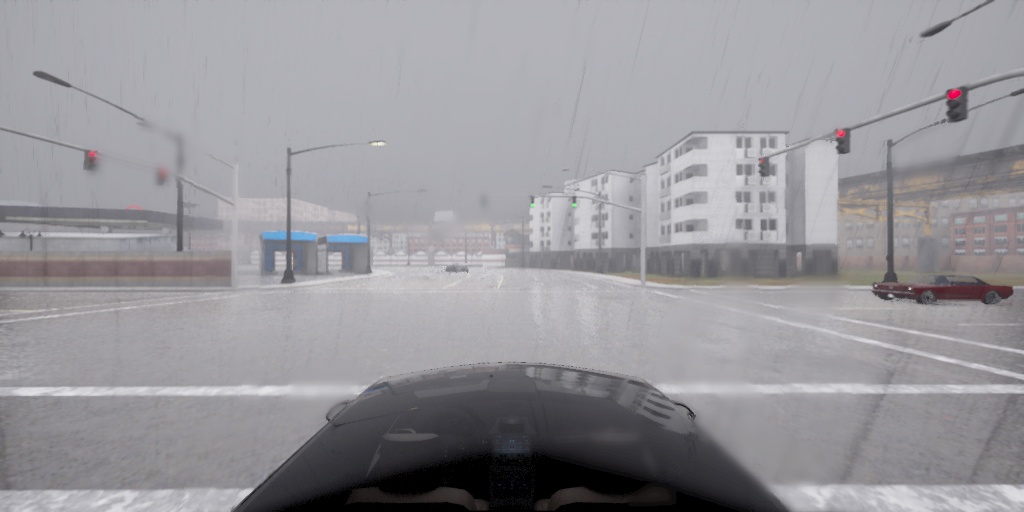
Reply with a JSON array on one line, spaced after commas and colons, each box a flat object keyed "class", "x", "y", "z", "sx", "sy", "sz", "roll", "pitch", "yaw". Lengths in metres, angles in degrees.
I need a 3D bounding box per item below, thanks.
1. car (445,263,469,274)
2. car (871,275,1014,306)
[{"class": "car", "x": -7.526, "y": 1.692, "z": 49.365, "sx": 1.994, "sy": 1.385, "sz": 4.181, "roll": 0, "pitch": 0, "yaw": -35}, {"class": "car", "x": 19.628, "y": 1.521, "z": 16.540, "sx": 4.718, "sy": 1.301, "sz": 1.895, "roll": 0, "pitch": 0, "yaw": -1}]
